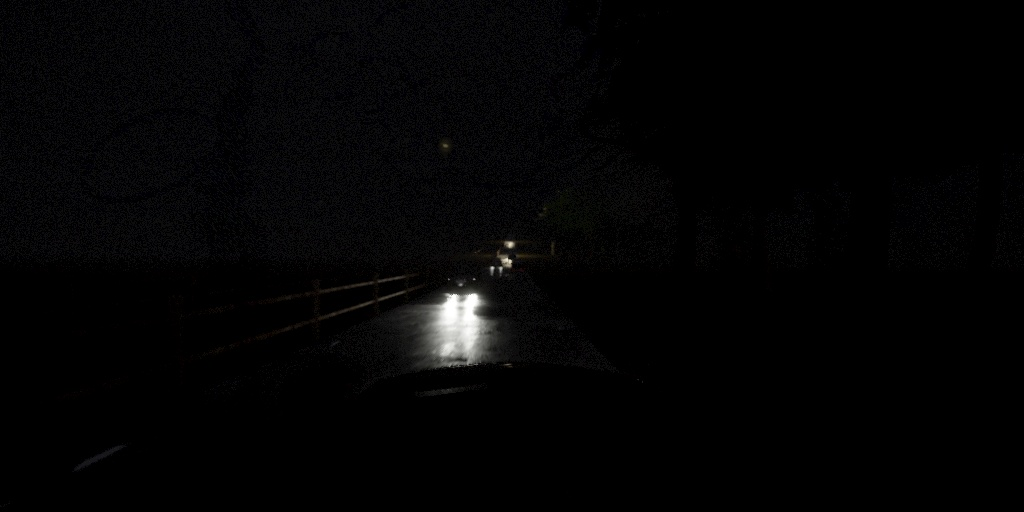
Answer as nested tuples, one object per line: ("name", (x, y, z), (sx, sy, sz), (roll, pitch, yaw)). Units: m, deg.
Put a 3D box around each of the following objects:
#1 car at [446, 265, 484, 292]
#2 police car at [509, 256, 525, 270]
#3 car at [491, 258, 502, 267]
("car", (-2.831, 1.322, 22.246), (2.128, 1.511, 4.902), (0, 0, 0))
("police car", (0.854, 1.215, 52.547), (1.930, 1.638, 5.238), (0, 1, 0))
("car", (-2.725, 1.146, 64.611), (1.812, 1.442, 4.674), (0, 1, 0))
